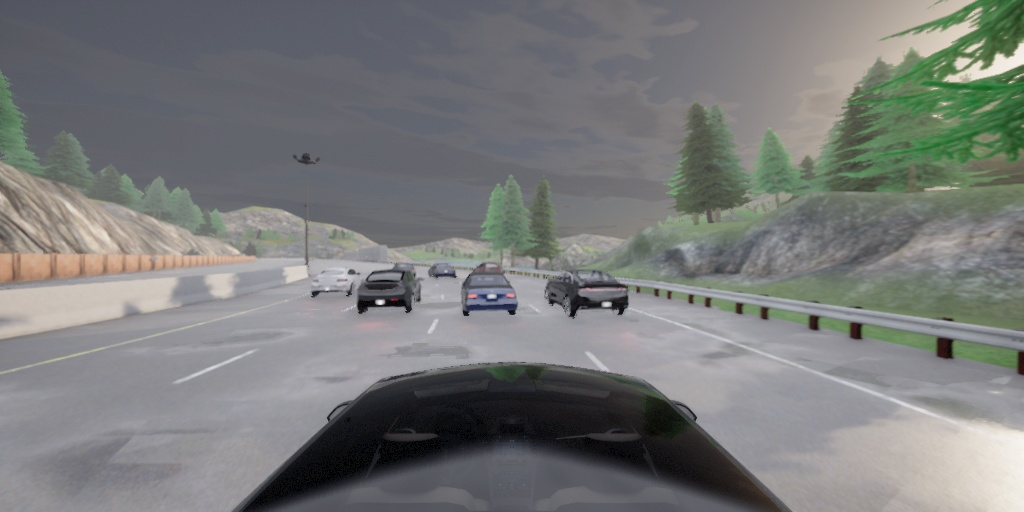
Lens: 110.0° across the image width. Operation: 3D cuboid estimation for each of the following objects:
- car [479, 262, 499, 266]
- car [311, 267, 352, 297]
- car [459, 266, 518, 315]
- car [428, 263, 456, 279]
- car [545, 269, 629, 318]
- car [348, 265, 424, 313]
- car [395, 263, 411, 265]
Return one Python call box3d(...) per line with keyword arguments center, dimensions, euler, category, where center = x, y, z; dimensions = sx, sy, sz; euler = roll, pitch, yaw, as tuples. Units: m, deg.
box3d(center=(-2.058, 1.261, 31.553), dimensions=(1.812, 1.442, 4.674), euler=(0, 0, -19), category="car")
box3d(center=(-9.243, 1.308, 19.168), dimensions=(1.812, 1.442, 4.674), euler=(0, 0, -13), category="car")
box3d(center=(-0.989, 1.292, 13.535), dimensions=(2.033, 1.411, 5.357), euler=(0, 0, -8), category="car")
box3d(center=(-6.587, 1.320, 33.520), dimensions=(1.994, 1.385, 4.181), euler=(0, 0, -22), category="car")
box3d(center=(2.499, 1.219, 12.997), dimensions=(2.128, 1.511, 4.902), euler=(0, 0, -7), category="car")
box3d(center=(-4.699, 1.268, 14.195), dimensions=(1.837, 1.490, 4.892), euler=(0, 0, -9), category="car")
box3d(center=(-9.985, 1.322, 32.872), dimensions=(2.033, 1.411, 5.357), euler=(0, 0, -23), category="car")
